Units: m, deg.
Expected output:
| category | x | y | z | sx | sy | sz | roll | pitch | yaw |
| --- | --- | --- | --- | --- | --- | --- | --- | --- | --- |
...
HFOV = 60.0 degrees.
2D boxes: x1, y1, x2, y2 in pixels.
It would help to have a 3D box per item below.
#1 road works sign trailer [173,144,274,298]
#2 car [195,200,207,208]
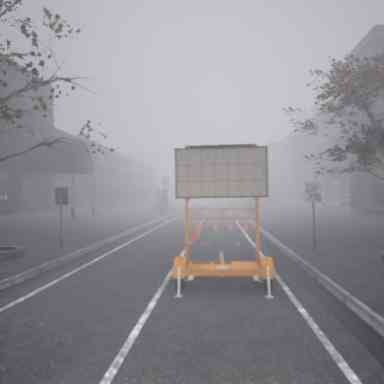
| category | x | y | z | sx | sy | sz | roll | pitch | yaw |
| --- | --- | --- | --- | --- | --- | --- | --- | --- | --- |
| road works sign trailer | 0.778 | 0.561 | 8.762 | 2.380 | 3.560 | 2.880 | -1 | -1 | 4 |
| car | 1.625 | 2.139 | 60.018 | 1.812 | 1.442 | 4.674 | -1 | 0 | 4 |
